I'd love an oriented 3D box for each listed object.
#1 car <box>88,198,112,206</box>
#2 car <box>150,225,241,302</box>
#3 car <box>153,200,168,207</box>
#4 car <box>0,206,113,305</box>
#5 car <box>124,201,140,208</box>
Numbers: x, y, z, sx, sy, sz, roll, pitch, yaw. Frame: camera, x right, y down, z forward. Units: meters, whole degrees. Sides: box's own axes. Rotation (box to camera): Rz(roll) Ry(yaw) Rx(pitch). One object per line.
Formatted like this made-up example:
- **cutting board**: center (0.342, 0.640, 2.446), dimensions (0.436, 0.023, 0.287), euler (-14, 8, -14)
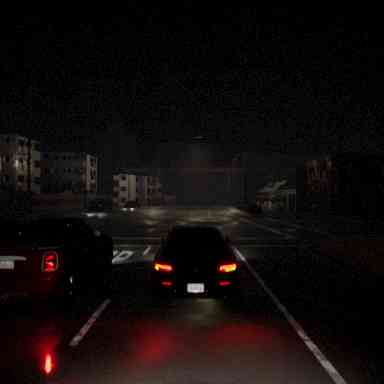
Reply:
- **car**: center (-13.341, 1.882, 48.381), dimensions (2.150, 2.045, 5.566), euler (0, -1, 3)
- **car**: center (0.075, 1.552, 8.205), dimensions (1.812, 1.442, 4.674), euler (0, 0, 0)
- **car**: center (-7.452, 2.724, 78.888), dimensions (1.837, 1.490, 4.892), euler (-1, -1, 29)
- **car**: center (-3.432, 1.379, 8.280), dimensions (2.097, 1.767, 4.553), euler (0, 0, 0)
- **car**: center (-11.951, 2.479, 66.679), dimensions (1.882, 1.535, 5.008), euler (0, -1, 10)
